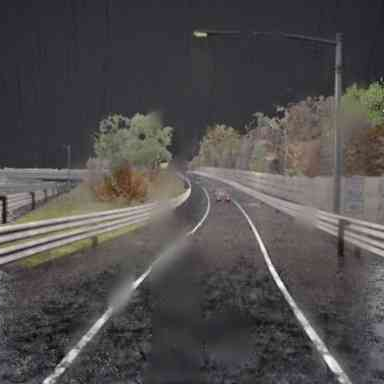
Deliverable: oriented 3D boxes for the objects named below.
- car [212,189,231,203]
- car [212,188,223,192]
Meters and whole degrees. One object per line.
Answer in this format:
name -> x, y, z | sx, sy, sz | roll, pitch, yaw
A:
car -> 4.032, 0.727, 44.352 | 1.895, 1.301, 4.718 | 1, 3, 2
car -> 4.346, -0.009, 54.373 | 2.033, 1.411, 5.357 | 1, 4, 0
